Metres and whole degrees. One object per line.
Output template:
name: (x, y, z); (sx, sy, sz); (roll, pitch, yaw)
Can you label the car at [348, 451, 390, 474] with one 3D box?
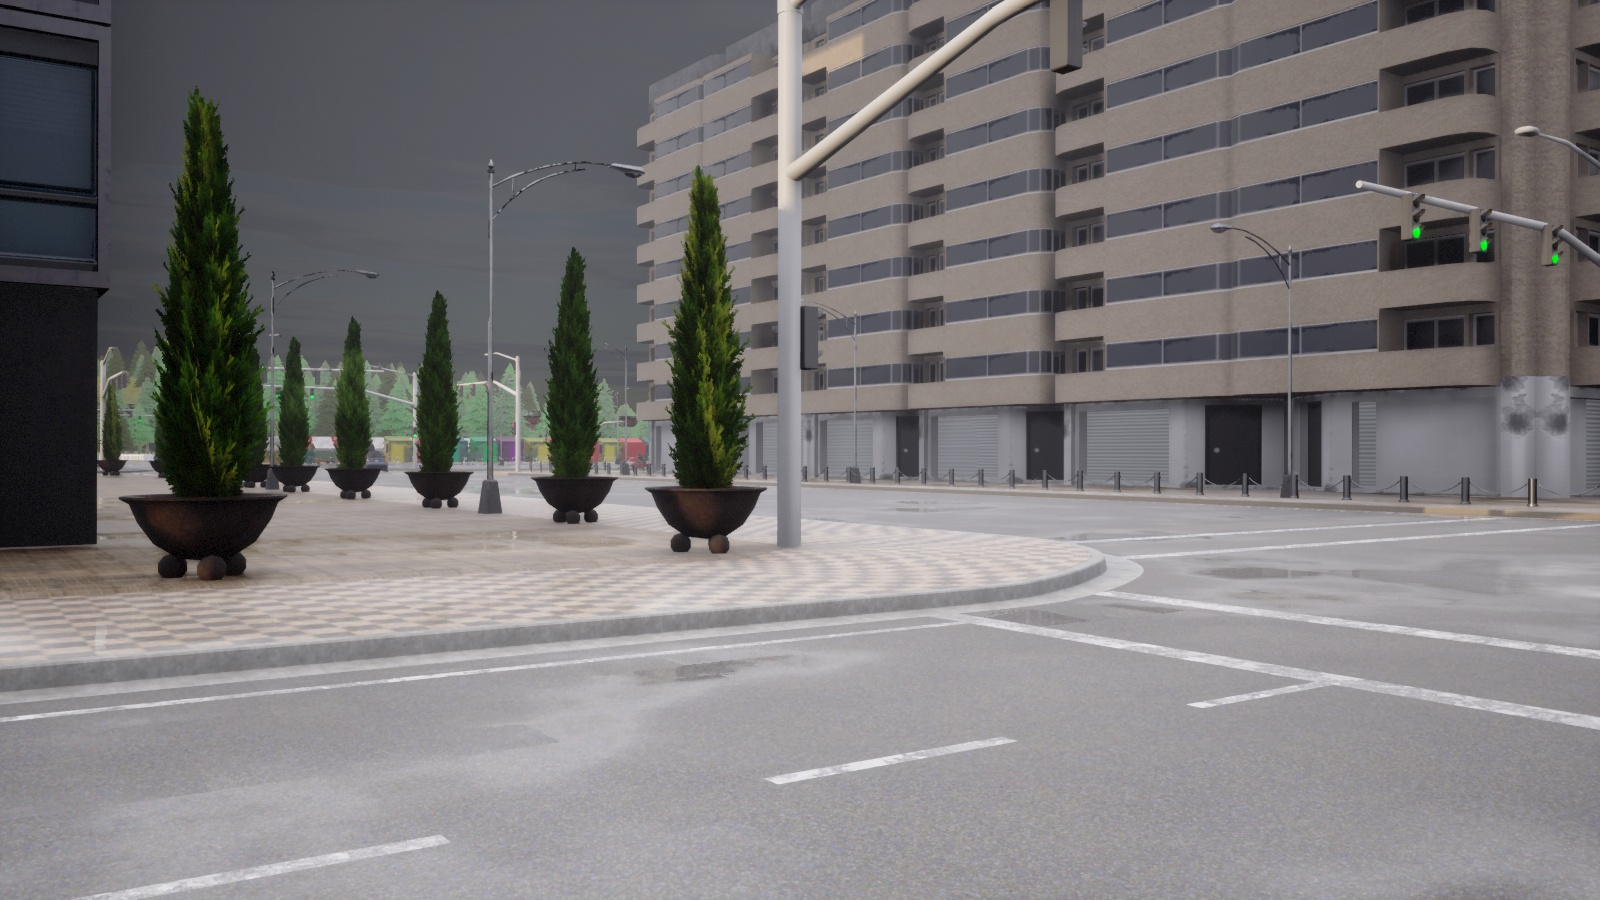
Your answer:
car: (-32.075, 0.910, 93.333); (1.851, 1.617, 3.988); (0, 0, -36)
